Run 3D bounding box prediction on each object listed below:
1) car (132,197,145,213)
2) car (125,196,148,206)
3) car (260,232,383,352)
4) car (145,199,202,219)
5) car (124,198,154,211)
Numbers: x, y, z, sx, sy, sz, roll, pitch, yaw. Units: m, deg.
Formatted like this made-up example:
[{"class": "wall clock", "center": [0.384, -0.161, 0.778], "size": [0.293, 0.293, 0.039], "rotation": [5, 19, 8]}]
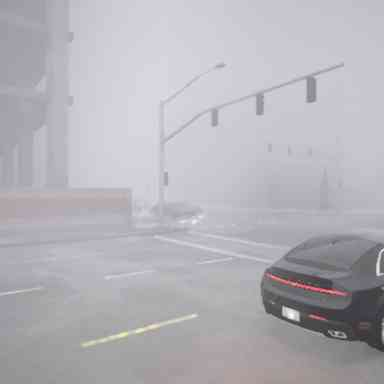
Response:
[{"class": "car", "center": [-7.329, 1.386, 37.222], "size": [2.097, 1.767, 4.553], "rotation": [0, 0, -36]}, {"class": "car", "center": [-9.904, 1.549, 58.960], "size": [2.128, 1.511, 4.902], "rotation": [0, 0, -36]}, {"class": "car", "center": [3.391, 1.518, 6.231], "size": [4.892, 1.490, 1.837], "rotation": [0, 0, -36]}, {"class": "car", "center": [-1.794, 1.581, 29.604], "size": [2.033, 1.411, 5.357], "rotation": [0, 0, -36]}, {"class": "car", "center": [-6.862, 1.546, 42.531], "size": [1.837, 1.490, 4.892], "rotation": [0, 0, -36]}]
